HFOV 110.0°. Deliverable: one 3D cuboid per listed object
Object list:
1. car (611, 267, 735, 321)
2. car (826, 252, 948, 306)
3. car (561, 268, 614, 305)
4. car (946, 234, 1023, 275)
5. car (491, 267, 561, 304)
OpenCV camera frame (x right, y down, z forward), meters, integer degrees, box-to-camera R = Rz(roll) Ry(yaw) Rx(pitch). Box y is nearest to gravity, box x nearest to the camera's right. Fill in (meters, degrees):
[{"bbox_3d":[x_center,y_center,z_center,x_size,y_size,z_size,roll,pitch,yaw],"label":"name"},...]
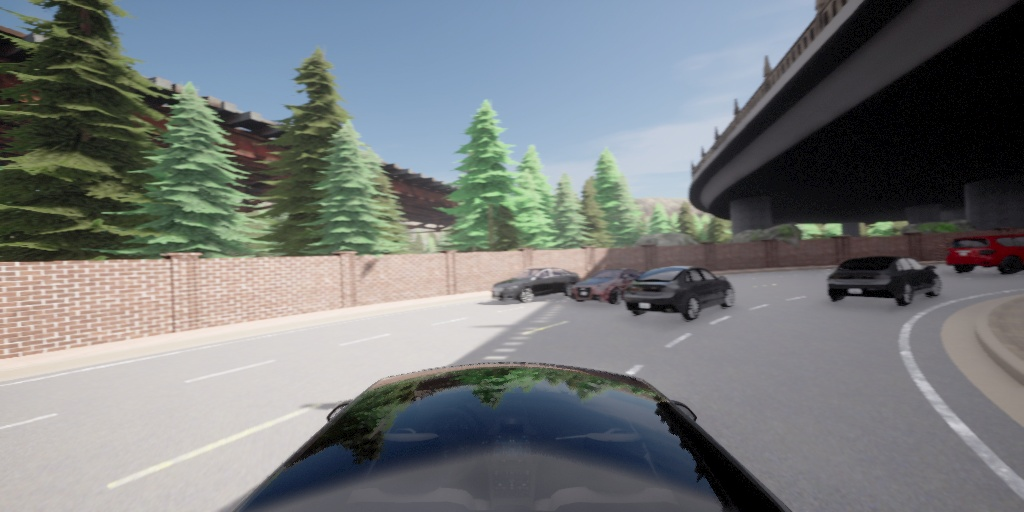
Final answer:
[{"bbox_3d":[5.552,1.083,11.700,4.892,1.490,1.837,-2,-1,-41],"label":"car"},{"bbox_3d":[12.783,0.749,12.354,4.892,1.490,1.837,-3,-1,-29],"label":"car"},{"bbox_3d":[4.445,1.229,15.413,4.181,1.385,1.994,-2,-1,-36],"label":"car"},{"bbox_3d":[26.759,-0.135,19.135,5.566,2.045,2.150,-3,-1,1],"label":"car"},{"bbox_3d":[1.227,1.326,17.292,4.902,1.511,2.128,-2,-1,-38],"label":"car"}]
